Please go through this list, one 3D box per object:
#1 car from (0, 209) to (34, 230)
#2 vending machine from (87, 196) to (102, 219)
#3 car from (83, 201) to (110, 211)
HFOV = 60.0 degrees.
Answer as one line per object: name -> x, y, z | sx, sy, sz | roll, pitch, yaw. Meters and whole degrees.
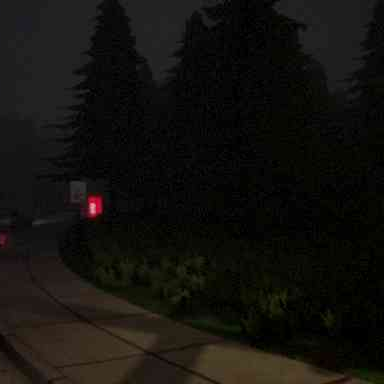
car -> -12.325, 1.816, 22.531 | 1.895, 1.301, 4.718 | 0, 0, -9
vending machine -> -8.991, 1.429, 30.692 | 1.100, 2.100, 0.880 | 0, 0, 6
car -> -12.103, 1.806, 43.924 | 1.882, 1.535, 5.008 | -1, -1, 30
